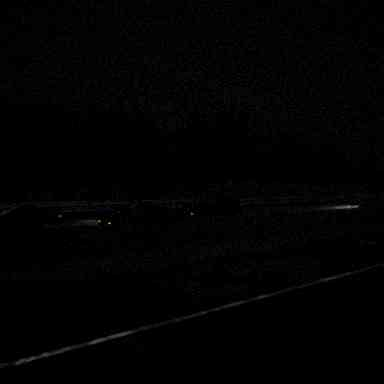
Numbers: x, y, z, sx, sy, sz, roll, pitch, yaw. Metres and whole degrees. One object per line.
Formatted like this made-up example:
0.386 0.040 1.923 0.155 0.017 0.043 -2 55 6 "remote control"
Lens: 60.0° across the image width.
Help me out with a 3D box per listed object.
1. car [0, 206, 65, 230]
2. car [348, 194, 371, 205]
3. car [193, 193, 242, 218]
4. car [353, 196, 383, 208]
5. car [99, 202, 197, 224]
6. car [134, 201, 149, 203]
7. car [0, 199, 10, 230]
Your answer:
-9.578 1.519 18.533 4.674 1.442 1.812 0 0 -35 "car"
23.906 1.090 46.782 4.902 1.511 2.128 -1 0 -35 "car"
1.506 1.147 26.554 5.566 2.045 2.150 0 0 -35 "car"
16.515 1.344 28.658 5.357 1.411 2.033 -1 0 -35 "car"
-2.641 1.519 19.302 5.357 1.411 2.033 0 0 -35 "car"
-4.178 1.482 26.598 4.674 1.442 1.812 -1 0 -36 "car"
-13.348 1.350 19.379 4.553 1.767 2.097 0 0 -38 "car"
